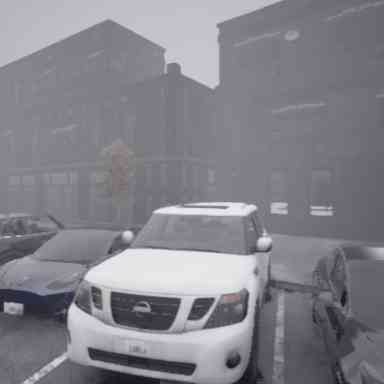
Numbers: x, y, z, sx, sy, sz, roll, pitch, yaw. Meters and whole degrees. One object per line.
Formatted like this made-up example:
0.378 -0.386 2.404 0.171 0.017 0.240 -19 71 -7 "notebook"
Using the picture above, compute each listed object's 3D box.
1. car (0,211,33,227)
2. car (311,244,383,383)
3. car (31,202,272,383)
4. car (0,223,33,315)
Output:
-4.684 1.363 9.451 2.185 1.767 4.553 0 -1 16 "car"
2.647 1.515 4.204 2.163 1.488 4.792 1 -1 16 "car"
0.211 1.234 5.957 2.435 2.045 5.566 1 -1 16 "car"
-2.230 1.516 7.701 2.163 1.488 4.792 1 -1 16 "car"
